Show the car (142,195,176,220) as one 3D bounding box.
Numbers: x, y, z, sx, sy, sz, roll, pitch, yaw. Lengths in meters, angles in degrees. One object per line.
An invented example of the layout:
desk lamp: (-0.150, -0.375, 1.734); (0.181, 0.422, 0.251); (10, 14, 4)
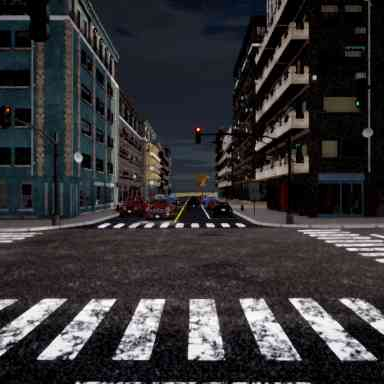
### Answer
car: (-2.715, 1.347, 28.292); (2.097, 1.767, 4.553); (0, 0, 0)

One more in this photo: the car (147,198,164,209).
car: (-5.143, 1.530, 46.973); (1.887, 1.381, 4.507); (0, 0, 0)

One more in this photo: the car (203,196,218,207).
car: (2.717, 1.571, 41.393); (1.802, 1.307, 4.206); (0, 0, 0)

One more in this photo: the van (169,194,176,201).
van: (-5.000, 1.297, 85.837); (1.690, 1.788, 3.998); (0, 0, 0)

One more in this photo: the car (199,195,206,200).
car: (2.900, 1.494, 91.361); (1.887, 1.381, 4.507); (0, 0, 0)

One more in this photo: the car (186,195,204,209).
car: (0.263, 1.492, 44.760); (1.837, 1.490, 4.892); (0, 0, 0)

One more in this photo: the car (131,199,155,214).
car: (-5.183, 1.537, 35.869); (1.887, 1.381, 4.507); (0, 0, 0)

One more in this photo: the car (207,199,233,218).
car: (2.676, 1.560, 30.289); (1.947, 1.339, 4.313); (0, 0, 0)

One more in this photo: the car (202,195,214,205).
car: (2.779, 1.419, 58.048); (1.967, 1.590, 4.097); (0, 0, 0)

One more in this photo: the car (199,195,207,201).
car: (2.880, 1.500, 85.809); (1.887, 1.381, 4.507); (0, 0, 0)

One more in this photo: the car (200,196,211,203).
car: (2.819, 1.521, 69.153); (2.008, 1.369, 4.403); (0, 0, 0)

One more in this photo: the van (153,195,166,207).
van: (-5.122, 1.323, 52.525); (1.690, 1.788, 3.998); (0, 0, 0)

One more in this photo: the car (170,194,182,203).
car: (-2.645, 1.472, 52.186); (2.128, 1.511, 4.902); (0, 0, 1)

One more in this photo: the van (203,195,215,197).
van: (2.738, 1.327, 46.945); (1.690, 1.788, 3.998); (0, 0, 0)

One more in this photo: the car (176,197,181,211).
car: (-2.711, 1.482, 38.132); (2.128, 1.511, 4.902); (0, 0, 0)

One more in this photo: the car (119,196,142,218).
car: (-5.204, 1.309, 30.317); (2.192, 1.841, 5.009); (0, 0, 0)
